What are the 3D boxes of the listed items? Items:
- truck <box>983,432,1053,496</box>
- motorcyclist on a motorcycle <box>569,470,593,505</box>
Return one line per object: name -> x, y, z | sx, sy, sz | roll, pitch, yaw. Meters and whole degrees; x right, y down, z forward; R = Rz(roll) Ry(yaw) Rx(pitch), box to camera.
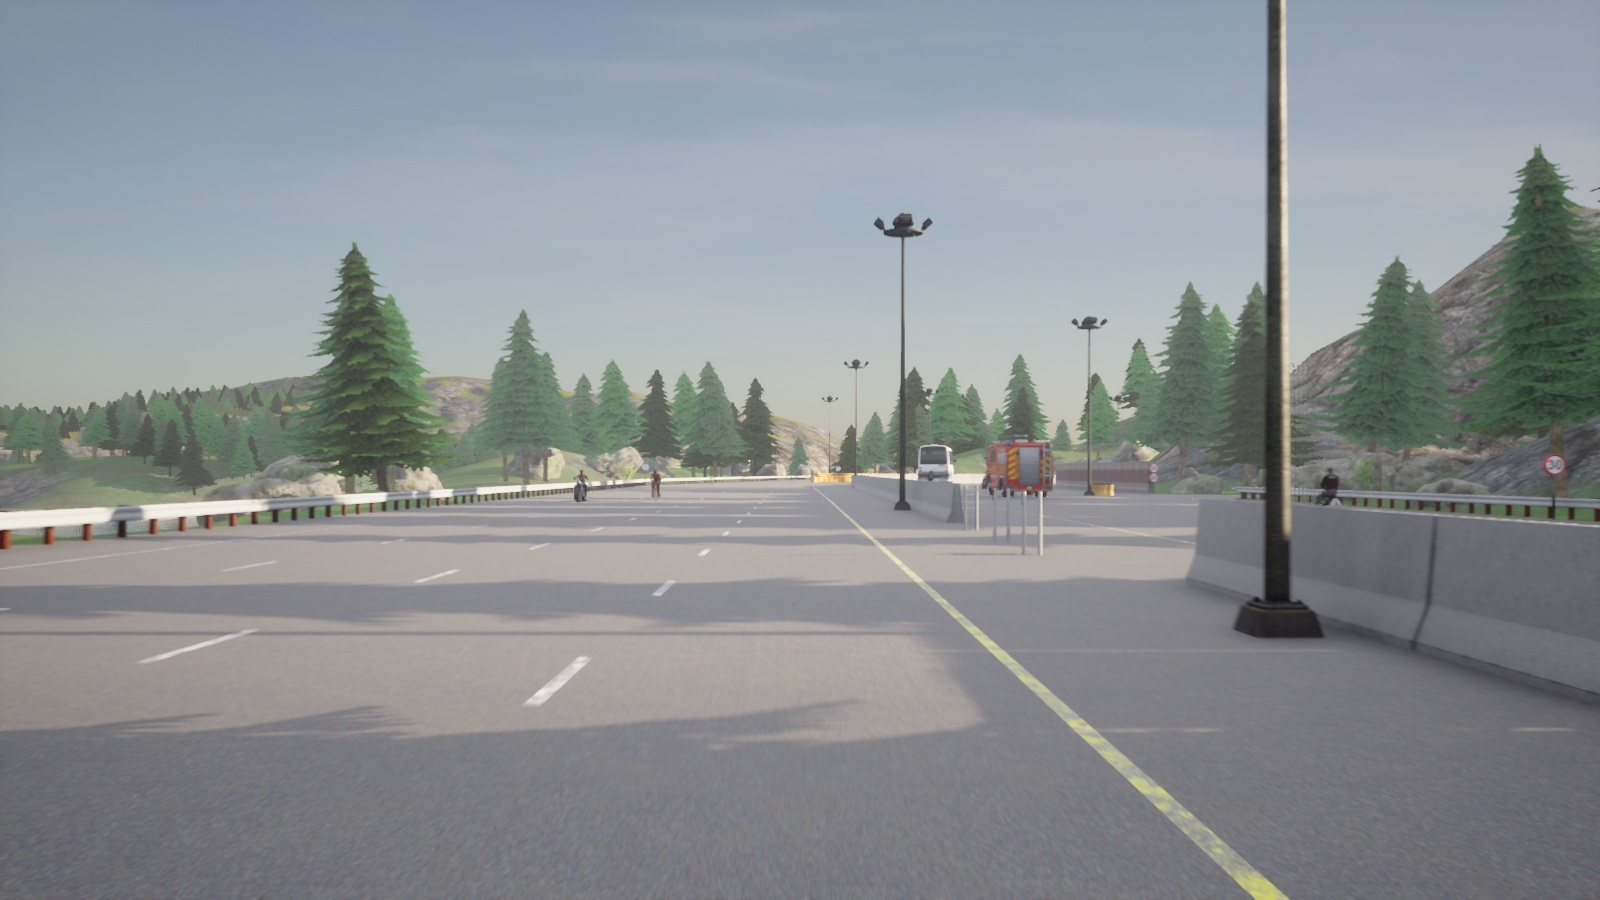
truck -> 13.775, 0.929, 80.007 | 2.891, 3.827, 8.468 | 0, -1, 0
motorcyclist on a motorcycle -> -10.643, 1.827, 61.134 | 0.766, 1.649, 2.350 | 0, -1, 0
